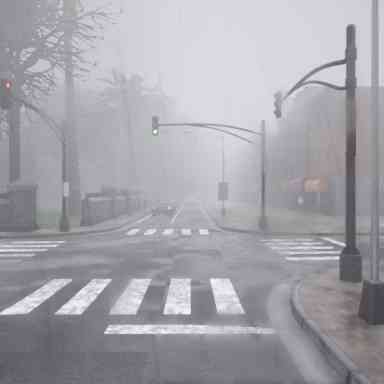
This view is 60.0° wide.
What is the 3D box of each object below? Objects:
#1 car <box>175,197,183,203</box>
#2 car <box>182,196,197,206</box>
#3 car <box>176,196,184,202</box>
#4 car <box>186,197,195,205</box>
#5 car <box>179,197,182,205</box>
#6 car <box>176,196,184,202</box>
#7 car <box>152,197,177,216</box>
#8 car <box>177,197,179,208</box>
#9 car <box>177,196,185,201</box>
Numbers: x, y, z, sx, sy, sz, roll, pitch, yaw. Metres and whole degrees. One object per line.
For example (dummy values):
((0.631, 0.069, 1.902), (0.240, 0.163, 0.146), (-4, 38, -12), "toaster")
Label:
((-3.026, 1.806, 77.940), (1.887, 1.381, 4.507), (0, 0, 0), "car")
((-0.279, 1.671, 56.970), (1.812, 1.442, 4.674), (0, 0, 0), "car")
((-3.054, 1.842, 83.628), (1.887, 1.381, 4.507), (0, 0, 0), "car")
((-0.329, 1.723, 66.973), (1.812, 1.442, 4.674), (0, 0, 0), "car")
((-2.885, 1.693, 49.497), (1.802, 1.307, 4.206), (0, 0, 0), "car")
((-3.083, 1.886, 89.317), (2.008, 1.369, 4.403), (-1, 0, 0), "car")
((-2.800, 1.490, 32.432), (1.967, 1.590, 4.097), (0, 0, 0), "car")
((-2.828, 1.508, 38.120), (1.967, 1.590, 4.097), (0, 0, 0), "car")
((-3.111, 1.941, 95.005), (1.947, 1.339, 4.313), (-1, 0, 0), "car")
